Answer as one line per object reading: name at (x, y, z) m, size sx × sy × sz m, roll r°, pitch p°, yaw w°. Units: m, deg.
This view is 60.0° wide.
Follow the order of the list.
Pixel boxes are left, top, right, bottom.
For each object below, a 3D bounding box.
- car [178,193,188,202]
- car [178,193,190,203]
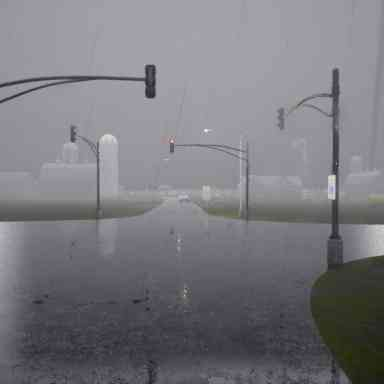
car at (-2.113, 1.189, 79.966) m, size 2.150 × 2.045 × 5.566 m, roll 0°, pitch 0°, yaw -4°
car at (-1.526, 1.553, 69.932) m, size 1.812 × 1.442 × 4.674 m, roll 0°, pitch 0°, yaw -3°
